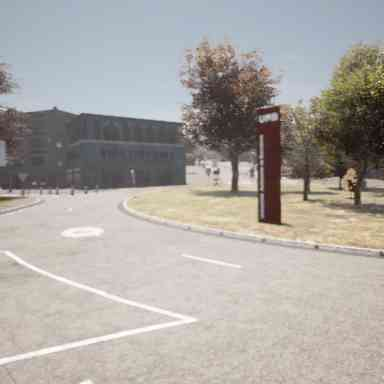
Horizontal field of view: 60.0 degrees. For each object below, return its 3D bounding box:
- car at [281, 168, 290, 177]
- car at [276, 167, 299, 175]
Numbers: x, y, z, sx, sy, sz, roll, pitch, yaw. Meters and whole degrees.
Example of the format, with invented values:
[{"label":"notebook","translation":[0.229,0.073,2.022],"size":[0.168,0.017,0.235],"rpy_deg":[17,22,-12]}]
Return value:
[{"label":"car","translation":[26.094,-4.731,85.177],"size":[5.366,1.575,1.946],"rpy_deg":[-3,8,-21]},{"label":"car","translation":[26.146,-5.728,91.244],"size":[5.566,2.045,2.435],"rpy_deg":[-3,8,-21]}]
